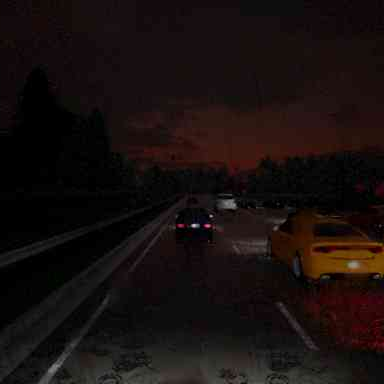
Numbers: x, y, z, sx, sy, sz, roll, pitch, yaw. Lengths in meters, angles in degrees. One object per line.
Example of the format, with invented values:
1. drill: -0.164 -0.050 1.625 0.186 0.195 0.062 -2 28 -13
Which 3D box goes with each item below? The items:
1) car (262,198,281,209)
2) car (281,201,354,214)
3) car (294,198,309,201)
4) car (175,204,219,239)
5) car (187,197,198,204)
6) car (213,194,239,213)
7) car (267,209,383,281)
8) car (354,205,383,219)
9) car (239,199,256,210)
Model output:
1. car: 10.586 1.546 43.397 2.033 1.411 5.357 0 0 0
2. car: 7.095 1.491 19.484 2.128 1.511 4.902 0 0 0
3. car: 14.086 1.524 43.159 1.812 1.442 4.674 0 0 0
4. car: 0.097 1.547 17.256 2.033 1.411 5.357 0 0 0
5. car: 0.080 1.561 63.547 1.994 1.385 4.181 0 0 0
6. car: 3.592 1.220 37.474 2.150 2.045 5.566 0 0 0
7. car: 3.597 1.477 9.872 1.882 1.535 5.008 0 0 0
8. car: 10.594 1.477 18.863 1.882 1.535 5.008 0 0 0
9. car: 7.090 1.599 43.797 1.895 1.301 4.718 0 0 0
